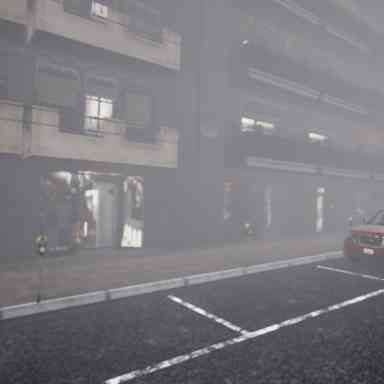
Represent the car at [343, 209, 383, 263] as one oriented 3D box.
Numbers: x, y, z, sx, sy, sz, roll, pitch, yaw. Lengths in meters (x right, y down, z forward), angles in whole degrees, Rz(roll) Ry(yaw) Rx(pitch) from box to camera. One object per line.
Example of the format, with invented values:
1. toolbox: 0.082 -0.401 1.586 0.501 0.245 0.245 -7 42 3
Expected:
1. car: 7.235 1.452 11.231 5.009 1.841 2.192 1 1 -35
